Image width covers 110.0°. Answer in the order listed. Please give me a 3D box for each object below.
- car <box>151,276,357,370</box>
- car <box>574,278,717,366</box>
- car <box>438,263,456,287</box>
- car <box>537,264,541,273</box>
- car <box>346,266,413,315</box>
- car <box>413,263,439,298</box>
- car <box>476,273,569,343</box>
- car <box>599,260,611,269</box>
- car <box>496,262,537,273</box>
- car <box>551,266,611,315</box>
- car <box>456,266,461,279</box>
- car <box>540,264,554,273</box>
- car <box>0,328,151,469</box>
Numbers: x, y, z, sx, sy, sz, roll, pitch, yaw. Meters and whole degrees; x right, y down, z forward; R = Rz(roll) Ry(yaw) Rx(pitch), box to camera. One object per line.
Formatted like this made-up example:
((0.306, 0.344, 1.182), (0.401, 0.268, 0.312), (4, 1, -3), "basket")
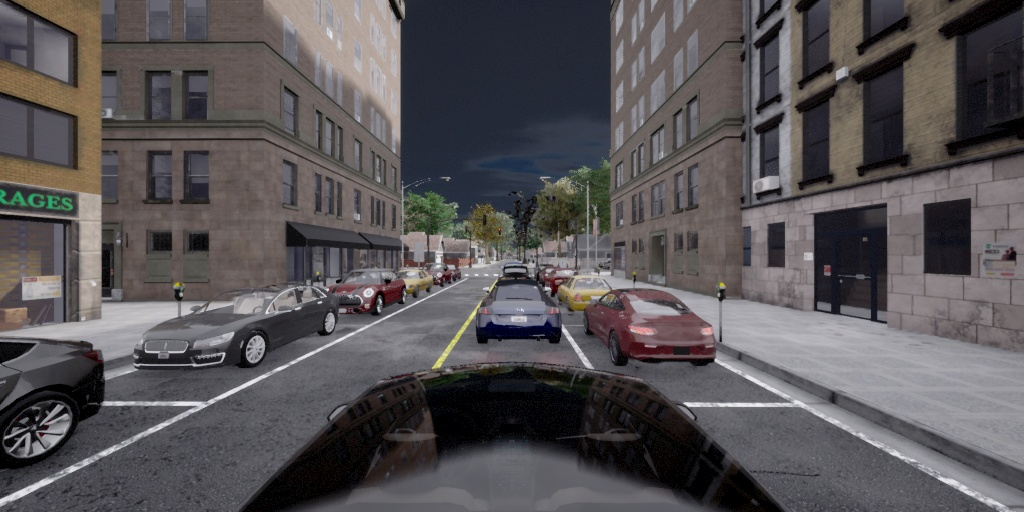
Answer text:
((-5.364, 1.301, 7.715), (2.007, 1.370, 4.403), (0, 0, 0), "car")
((2.661, 1.332, 7.676), (1.802, 1.307, 4.207), (0, 0, 0), "car")
((-5.276, 1.199, 24.271), (1.967, 1.591, 4.097), (0, 0, 0), "car")
((2.749, 1.341, 24.230), (1.802, 1.307, 4.207), (0, 0, 0), "car")
((-5.334, 1.192, 13.233), (1.967, 1.591, 4.097), (0, 0, 0), "car")
((-5.306, 1.281, 18.582), (1.751, 1.417, 4.829), (0, 0, 0), "car")
((0.140, 1.315, 9.651), (1.994, 1.385, 4.181), (0, 0, 0), "car")
((14.987, 1.170, 49.404), (4.902, 1.511, 2.128), (0, 0, 0), "car")
((0.186, 1.261, 19.636), (1.837, 1.490, 4.892), (0, 0, 0), "car")
((2.691, 1.278, 13.364), (1.751, 1.417, 4.829), (0, 0, 0), "car")
((-5.247, 1.344, 29.790), (1.802, 1.307, 4.207), (0, 0, 0), "car")
((2.720, 1.300, 18.712), (1.888, 1.381, 4.507), (0, 0, 0), "car")
((-5.393, 1.316, 2.197), (1.948, 1.339, 4.313), (0, 0, 0), "car")
